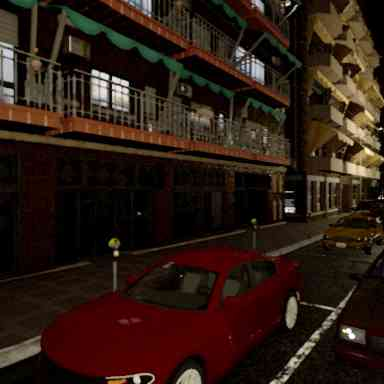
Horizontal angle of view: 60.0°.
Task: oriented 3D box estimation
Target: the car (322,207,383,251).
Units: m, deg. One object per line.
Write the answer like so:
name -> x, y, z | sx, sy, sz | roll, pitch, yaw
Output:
car -> 6.615, 1.524, 13.504 | 1.752, 1.417, 4.829 | 0, 0, 37

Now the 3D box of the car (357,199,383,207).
car -> 10.001, 1.314, 18.083 | 2.192, 1.841, 5.009 | 0, 0, 36

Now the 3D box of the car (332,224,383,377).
car -> 3.908, 1.546, 5.474 | 2.033, 1.411, 5.357 | 0, 0, 37

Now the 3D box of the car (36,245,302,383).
car -> 0.142, 1.544, 4.754 | 1.887, 1.381, 4.507 | 0, 0, 37
